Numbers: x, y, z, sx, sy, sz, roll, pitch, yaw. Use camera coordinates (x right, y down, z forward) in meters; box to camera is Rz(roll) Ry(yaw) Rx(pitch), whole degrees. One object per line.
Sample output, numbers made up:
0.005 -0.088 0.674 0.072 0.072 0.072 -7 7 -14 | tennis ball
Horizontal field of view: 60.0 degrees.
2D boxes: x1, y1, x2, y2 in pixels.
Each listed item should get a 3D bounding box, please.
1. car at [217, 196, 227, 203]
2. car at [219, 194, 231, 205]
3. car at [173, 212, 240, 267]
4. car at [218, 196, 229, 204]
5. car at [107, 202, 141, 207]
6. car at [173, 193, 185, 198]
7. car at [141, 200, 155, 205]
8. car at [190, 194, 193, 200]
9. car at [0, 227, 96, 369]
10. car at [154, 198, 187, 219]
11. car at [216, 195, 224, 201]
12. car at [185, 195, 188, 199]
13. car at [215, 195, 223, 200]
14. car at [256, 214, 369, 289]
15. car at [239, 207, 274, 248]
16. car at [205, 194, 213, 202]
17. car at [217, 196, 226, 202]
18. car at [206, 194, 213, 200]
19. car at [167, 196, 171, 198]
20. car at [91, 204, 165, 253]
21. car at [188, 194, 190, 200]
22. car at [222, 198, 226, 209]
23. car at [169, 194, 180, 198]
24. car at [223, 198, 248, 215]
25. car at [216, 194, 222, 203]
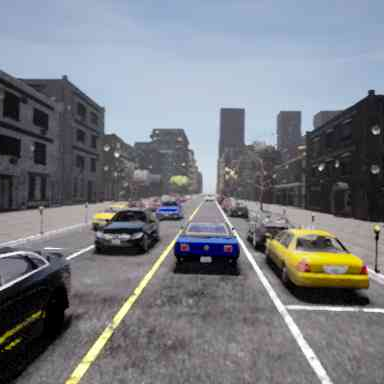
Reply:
6.325 1.595 69.838 1.947 1.339 4.313 2 0 3 | car
4.861 1.478 42.212 1.967 1.590 4.097 2 0 3 | car
0.522 1.596 11.489 1.895 1.301 4.718 1 0 3 | car
6.031 1.596 64.313 1.947 1.339 4.313 2 0 3 | car
-4.691 1.395 20.387 1.752 1.417 4.829 2 0 3 | car
-2.915 1.169 53.708 2.192 1.841 5.009 2 0 3 | car
-4.391 1.449 26.082 1.802 1.307 4.206 2 0 3 | car
-1.151 1.372 88.337 1.752 1.417 4.829 2 0 3 | car
-2.996 1.426 3.646 2.128 1.511 4.902 1 0 3 | car
-1.730 1.448 27.002 1.812 1.442 4.674 1 0 4 | car
7.260 1.553 86.275 1.752 1.417 4.829 2 0 3 | car
-2.336 1.433 64.759 1.802 1.307 4.206 2 0 3 | car
7.736 1.579 94.482 2.008 1.369 4.403 2 0 3 | car
3.105 1.580 9.230 1.752 1.417 4.829 2 0 3 | car
3.389 1.602 14.585 2.008 1.369 4.403 2 0 3 | car
4.042 1.558 77.705 1.895 1.301 4.718 1 0 3 | car
6.610 1.573 75.057 1.887 1.381 4.507 2 0 3 | car
4.575 1.378 87.664 1.837 1.490 4.892 1 0 3 | car
-3.804 1.443 37.133 1.802 1.307 4.206 2 0 3 | car
-2.454 1.455 13.651 1.812 1.442 4.674 1 0 3 | car
-2.037 1.290 70.284 1.967 1.590 4.097 2 0 3 | car
4.562 1.622 36.687 1.802 1.307 4.206 2 0 3 | car
-3.224 1.382 48.013 1.752 1.417 4.829 2 0 3 | car
4.270 1.594 31.161 2.008 1.369 4.403 2 0 3 | car
5.745 1.346 58.787 2.192 1.841 5.009 2 0 3 | car
